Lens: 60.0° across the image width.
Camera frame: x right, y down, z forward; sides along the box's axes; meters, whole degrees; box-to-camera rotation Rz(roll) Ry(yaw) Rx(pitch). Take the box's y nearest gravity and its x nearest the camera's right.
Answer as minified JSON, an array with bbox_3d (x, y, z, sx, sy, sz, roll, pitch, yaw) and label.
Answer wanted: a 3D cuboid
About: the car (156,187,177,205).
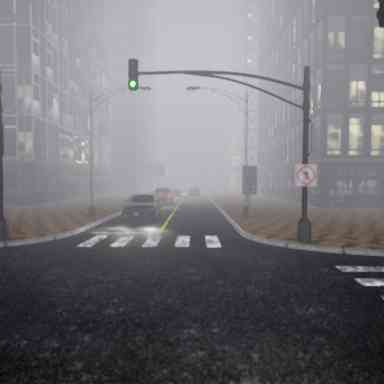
[{"bbox_3d":[-2.906,0.335,33.077,2.097,1.767,4.553,0,2,0],"label":"car"}]

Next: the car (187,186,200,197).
[{"bbox_3d":[0.282,0.036,50.074,2.033,1.411,5.357,0,2,0],"label":"car"}]

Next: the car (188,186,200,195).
[{"bbox_3d":[0.340,-0.324,60.485,2.128,1.511,4.902,0,2,0],"label":"car"}]

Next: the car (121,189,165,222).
[{"bbox_3d":[-2.980,0.842,20.302,1.882,1.535,5.008,0,2,0],"label":"car"}]

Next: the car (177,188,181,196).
[{"bbox_3d":[-2.726,0.013,52.401,1.895,1.301,4.718,0,2,1],"label":"car"}]
